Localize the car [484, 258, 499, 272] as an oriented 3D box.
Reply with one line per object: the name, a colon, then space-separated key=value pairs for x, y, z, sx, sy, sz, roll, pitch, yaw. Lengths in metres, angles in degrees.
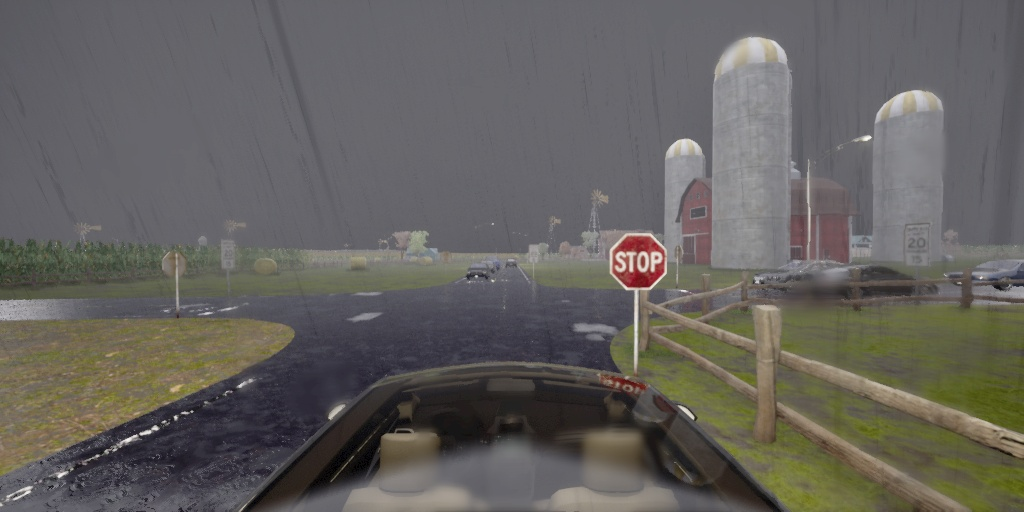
car: x=-2.921 y=1.258 z=42.504 sx=1.837 sy=1.490 sz=4.892 roll=0 pitch=0 yaw=0

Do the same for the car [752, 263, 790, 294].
car: x=14.516 y=0.984 z=17.643 sx=4.902 sy=1.511 sz=2.128 roll=-1 pitch=1 yaw=-1

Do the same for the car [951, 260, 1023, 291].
car: x=24.808 y=0.893 z=17.734 sx=5.357 sy=1.411 sz=2.033 roll=-1 pitch=1 yaw=0

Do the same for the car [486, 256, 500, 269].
car: x=-2.937 y=0.981 z=53.143 sx=2.150 sy=2.045 sz=5.566 roll=0 pitch=0 yaw=0

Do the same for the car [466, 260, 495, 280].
car: x=-2.914 y=1.296 z=31.991 sx=2.033 sy=1.411 sz=5.357 roll=0 pitch=0 yaw=0

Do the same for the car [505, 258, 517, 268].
car: x=-0.129 y=1.245 z=61.565 sx=1.882 sy=1.535 sz=5.008 roll=0 pitch=0 yaw=0

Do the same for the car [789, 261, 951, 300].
car: x=14.581 y=1.063 z=14.779 sx=4.674 sy=1.442 sz=1.812 roll=-1 pitch=1 yaw=0
